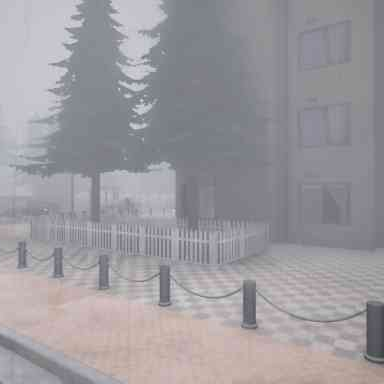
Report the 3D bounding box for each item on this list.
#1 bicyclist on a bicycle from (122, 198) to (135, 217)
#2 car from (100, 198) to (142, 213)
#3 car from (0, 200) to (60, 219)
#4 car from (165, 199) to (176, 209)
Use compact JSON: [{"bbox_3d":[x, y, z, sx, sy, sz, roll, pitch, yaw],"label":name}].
[{"bbox_3d":[-5.345,1.285,27.851,1.656,1.620,0.582,0,0,37],"label":"bicyclist on a bicycle"},{"bbox_3d":[-7.825,1.462,36.946,1.882,1.535,5.008,0,0,37],"label":"car"},{"bbox_3d":[-13.951,1.476,28.893,2.128,1.511,4.902,0,0,37],"label":"car"},{"bbox_3d":[-1.612,1.510,45.076,1.812,1.442,4.674,0,0,37],"label":"car"}]
